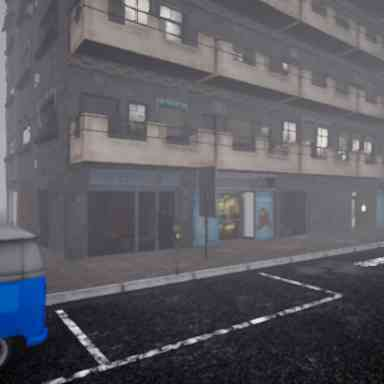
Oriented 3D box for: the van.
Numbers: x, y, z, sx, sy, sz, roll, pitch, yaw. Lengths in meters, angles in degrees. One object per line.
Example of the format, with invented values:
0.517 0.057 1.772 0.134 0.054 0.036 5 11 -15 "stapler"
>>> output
-3.808 1.330 3.858 3.998 1.788 1.690 1 -1 -35 "van"
